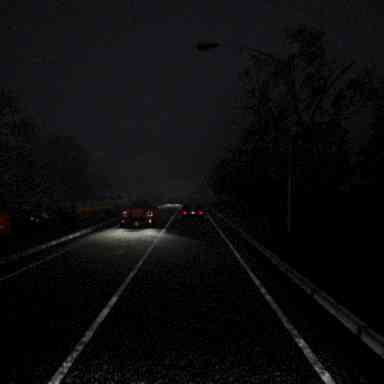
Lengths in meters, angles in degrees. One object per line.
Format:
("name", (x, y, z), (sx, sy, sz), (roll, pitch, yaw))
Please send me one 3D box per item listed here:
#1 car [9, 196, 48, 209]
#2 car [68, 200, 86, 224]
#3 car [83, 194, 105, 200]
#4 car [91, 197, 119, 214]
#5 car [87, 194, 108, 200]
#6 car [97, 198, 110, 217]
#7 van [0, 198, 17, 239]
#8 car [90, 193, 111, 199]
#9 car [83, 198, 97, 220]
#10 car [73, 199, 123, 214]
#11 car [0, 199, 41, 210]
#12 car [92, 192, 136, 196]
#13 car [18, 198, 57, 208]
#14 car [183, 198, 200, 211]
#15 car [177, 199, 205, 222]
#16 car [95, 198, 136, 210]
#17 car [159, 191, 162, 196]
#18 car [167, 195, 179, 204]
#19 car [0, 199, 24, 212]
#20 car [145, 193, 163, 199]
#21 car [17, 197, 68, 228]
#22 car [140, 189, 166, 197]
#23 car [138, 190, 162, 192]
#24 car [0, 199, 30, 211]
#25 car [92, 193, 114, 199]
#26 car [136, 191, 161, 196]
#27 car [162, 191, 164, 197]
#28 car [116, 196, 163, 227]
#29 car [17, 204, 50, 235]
("car", (-23.318, 1.523, 47.537), (4.553, 1.767, 2.185), (0, 0, 0))
("car", (-10.237, 1.485, 22.667), (4.892, 1.521, 2.231), (0, 0, 0))
("car", (-23.504, 1.127, 80.076), (4.674, 1.452, 2.002), (0, 0, 0))
("car", (-10.042, 1.544, 33.761), (5.366, 1.575, 1.946), (0, 0, 0))
("car", (-23.498, 1.127, 82.861), (4.674, 1.452, 2.002), (0, 0, 0))
("car", (-10.050, 1.504, 28.087), (5.366, 1.575, 1.946), (0, 0, 0))
("van", (-10.372, 1.260, 14.338), (4.442, 1.987, 1.878), (0, 0, 0))
("car", (-23.517, 1.109, 85.773), (4.792, 1.488, 2.163), (0, 0, 0))
("car", (-10.424, 1.490, 25.435), (5.366, 1.575, 1.946), (0, 0, 0))
("car", (-10.229, 1.569, 36.536), (4.892, 1.521, 2.231), (0, 0, 0))
("car", (-23.261, 1.658, 44.890), (4.792, 1.488, 2.163), (0, 0, 0))
("car", (-10.243, 1.359, 42.091), (5.566, 2.045, 2.435), (0, 0, 0))
("car", (-23.278, 1.669, 50.307), (5.008, 1.535, 2.097), (0, 0, 0))
("car", (-0.028, 1.589, 42.915), (2.033, 1.411, 5.357), (0, 0, 0))
("car", (0.049, 1.556, 26.621), (2.033, 1.411, 5.357), (0, 0, 0))
("car", (-10.216, 1.631, 44.865), (5.008, 1.535, 2.097), (0, 0, 0))
("car", (-10.451, 1.120, 80.240), (4.792, 1.488, 2.163), (0, 0, 0))
("car", (-3.533, 1.701, 64.478), (1.895, 1.301, 4.718), (0, 0, 0))
("car", (-23.113, 1.584, 39.350), (5.366, 1.575, 1.946), (0, 0, 0))
("car", (-10.390, 1.040, 91.388), (4.892, 1.521, 2.231), (0, 1, 0))
("car", (-10.278, 1.356, 19.888), (4.553, 1.767, 2.185), (0, 0, 0))
("car", (-10.431, 0.814, 88.597), (5.566, 2.045, 2.435), (0, 0, 0))
("car", (-10.446, 0.964, 83.026), (4.553, 1.767, 2.185), (0, 0, 0))
("car", (-23.292, 1.648, 42.120), (4.674, 1.452, 2.002), (0, 0, 0))
("car", (-23.668, 1.060, 88.565), (5.366, 1.575, 1.946), (0, 0, 0))
("car", (-10.398, 1.119, 77.456), (4.792, 1.488, 2.163), (0, 0, 0))
("car", (-10.403, 1.082, 85.805), (5.008, 1.535, 2.097), (0, 0, 0))
("car", (-3.386, 1.356, 22.444), (2.097, 1.767, 4.553), (0, 0, 0))
("car", (-10.280, 1.512, 17.115), (4.792, 1.488, 2.163), (0, 0, 0))
